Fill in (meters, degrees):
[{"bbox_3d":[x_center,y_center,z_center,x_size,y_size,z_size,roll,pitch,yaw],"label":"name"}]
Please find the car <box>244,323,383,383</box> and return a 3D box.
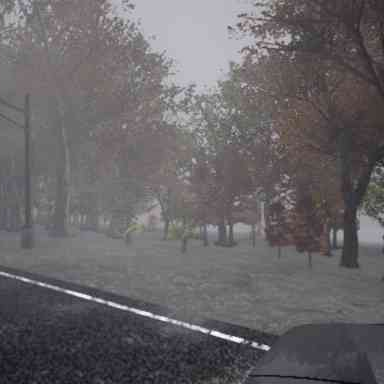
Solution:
[{"bbox_3d":[2.888,1.514,1.832,5.357,1.411,2.033,-2,0,33],"label":"car"}]
